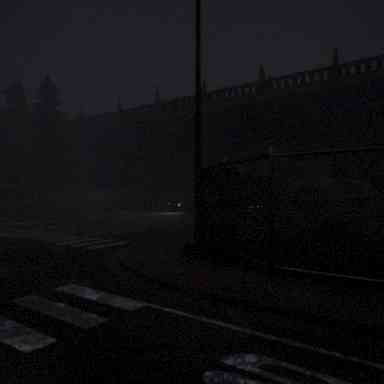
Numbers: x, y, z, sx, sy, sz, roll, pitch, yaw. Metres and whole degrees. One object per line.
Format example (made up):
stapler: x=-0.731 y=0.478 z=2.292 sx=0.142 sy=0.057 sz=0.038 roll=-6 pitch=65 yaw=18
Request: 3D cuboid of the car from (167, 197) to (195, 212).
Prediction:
car: x=-0.947 y=1.391 z=38.926 sx=2.097 sy=1.767 sz=4.553 roll=0 pitch=0 yaw=36
